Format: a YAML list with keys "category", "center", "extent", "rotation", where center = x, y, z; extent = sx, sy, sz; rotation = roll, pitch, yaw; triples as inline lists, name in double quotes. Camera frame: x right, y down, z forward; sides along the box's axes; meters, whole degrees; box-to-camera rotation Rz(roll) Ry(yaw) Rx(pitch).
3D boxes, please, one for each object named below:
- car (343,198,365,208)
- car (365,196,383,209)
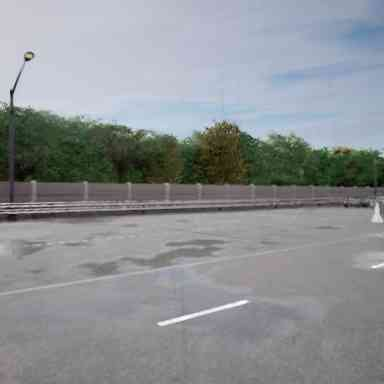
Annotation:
- category: "car"
  center: [23.128, 1.564, 46.736]
  extent: [4.181, 1.385, 1.994]
  rotation: [0, 0, -36]
- category: "car"
  center: [25.431, 1.348, 44.083]
  extent: [4.553, 1.767, 2.097]
  rotation: [0, 0, -36]
